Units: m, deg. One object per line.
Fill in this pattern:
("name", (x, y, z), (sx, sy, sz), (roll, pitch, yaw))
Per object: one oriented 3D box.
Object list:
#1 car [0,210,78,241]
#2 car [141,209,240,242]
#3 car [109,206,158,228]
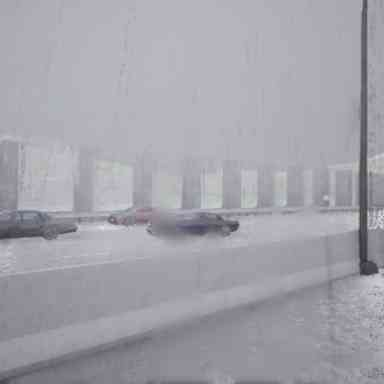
("car", (-8.135, 1.540, 15.381), (5.357, 1.411, 2.033), (1, 0, -35))
("car", (0.102, 1.679, 16.869), (4.718, 1.301, 1.895), (1, 0, -35))
("car", (-3.551, 1.635, 22.843), (4.181, 1.385, 1.994), (1, 0, -35))
